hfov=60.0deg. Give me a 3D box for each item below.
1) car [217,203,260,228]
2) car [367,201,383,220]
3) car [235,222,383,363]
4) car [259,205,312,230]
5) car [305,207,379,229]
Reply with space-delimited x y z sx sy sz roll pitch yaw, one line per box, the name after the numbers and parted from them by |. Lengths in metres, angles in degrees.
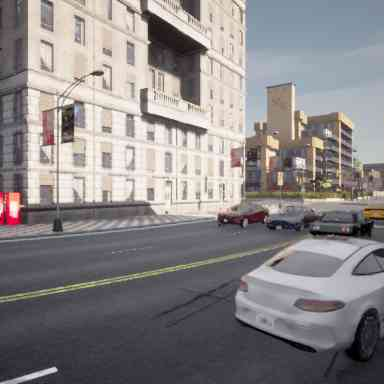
3.538 1.498 22.491 1.882 1.535 5.008 0 0 36 | car
14.388 1.467 25.300 1.882 1.535 5.008 0 0 37 | car
2.725 1.523 5.873 4.674 1.442 1.812 0 0 -40 | car
6.357 1.567 20.417 2.033 1.411 5.357 0 0 36 | car
7.291 1.593 15.881 1.895 1.301 4.718 0 0 38 | car
